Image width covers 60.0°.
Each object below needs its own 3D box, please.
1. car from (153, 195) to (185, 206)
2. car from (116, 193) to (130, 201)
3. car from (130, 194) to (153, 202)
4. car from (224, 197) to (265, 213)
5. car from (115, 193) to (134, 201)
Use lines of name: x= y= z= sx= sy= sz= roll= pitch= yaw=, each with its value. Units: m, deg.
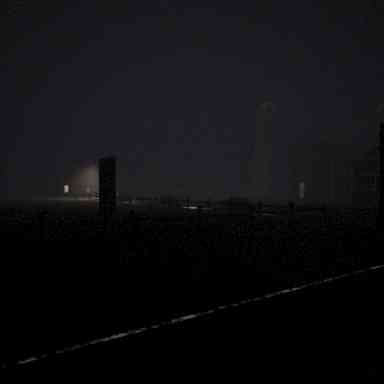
car: x=-2.925 y=1.132 z=46.468 sx=2.128 sy=1.511 sz=4.902 roll=-1 pitch=1 yaw=-36
car: x=-12.128 y=0.992 z=59.405 sx=1.837 sy=1.490 sz=4.892 roll=-1 pitch=0 yaw=-35
car: x=-8.653 y=1.084 z=59.333 sx=1.895 sy=1.301 sz=4.718 roll=-1 pitch=1 yaw=-36
car: x=5.415 y=1.252 z=34.852 sx=1.882 sy=1.535 sz=5.008 roll=-1 pitch=1 yaw=-36
car: x=-13.511 y=0.906 z=66.064 sx=1.837 sy=1.490 sz=4.892 roll=-1 pitch=1 yaw=-36
